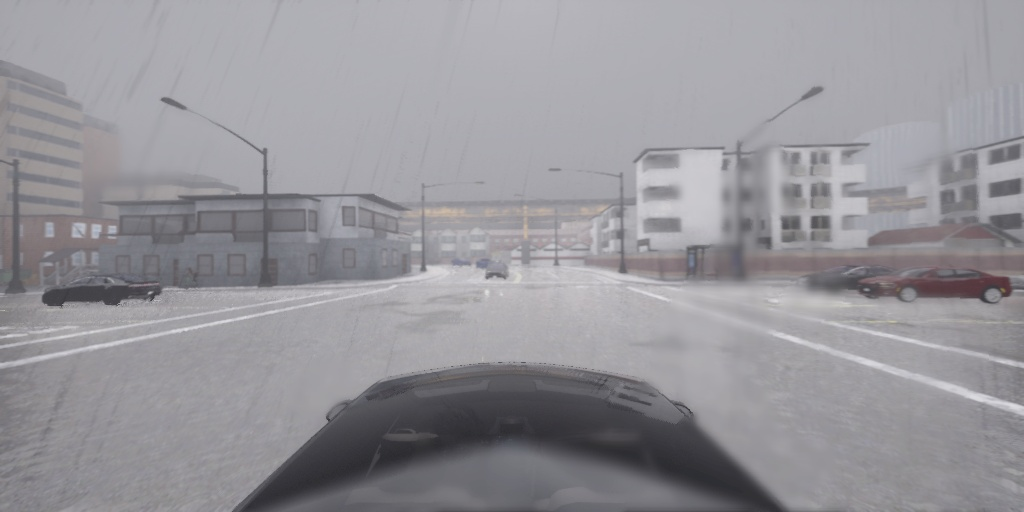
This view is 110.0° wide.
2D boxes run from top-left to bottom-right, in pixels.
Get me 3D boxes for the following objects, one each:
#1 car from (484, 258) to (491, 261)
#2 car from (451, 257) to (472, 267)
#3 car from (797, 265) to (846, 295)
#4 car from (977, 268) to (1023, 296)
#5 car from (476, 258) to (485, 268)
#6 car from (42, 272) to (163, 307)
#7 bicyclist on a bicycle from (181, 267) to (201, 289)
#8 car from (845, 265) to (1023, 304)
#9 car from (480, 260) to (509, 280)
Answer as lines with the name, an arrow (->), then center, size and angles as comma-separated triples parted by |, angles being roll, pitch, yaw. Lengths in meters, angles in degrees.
car -> -1.818, 1.243, 42.307 | 1.994, 1.385, 4.181 | 0, 1, -9
car -> -8.495, 0.970, 60.002 | 1.882, 1.535, 5.008 | 0, 0, -34
car -> 18.070, 1.233, 19.040 | 4.902, 1.511, 2.128 | -1, -1, 5
car -> 27.292, 1.258, 18.123 | 4.718, 1.301, 1.895 | -1, -1, 6
car -> -3.809, 1.035, 50.752 | 1.882, 1.535, 5.008 | 0, 1, -19
car -> -20.389, 1.686, 17.925 | 4.902, 1.511, 2.128 | -1, -1, 3
bicyclist on a bicycle -> -24.467, 1.683, 27.391 | 0.582, 1.620, 1.656 | -1, 0, 3
car -> 18.062, 1.188, 15.530 | 5.008, 1.535, 1.882 | -1, -1, 5
car -> -1.276, 1.348, 32.873 | 2.033, 1.411, 5.357 | 0, 1, 4
